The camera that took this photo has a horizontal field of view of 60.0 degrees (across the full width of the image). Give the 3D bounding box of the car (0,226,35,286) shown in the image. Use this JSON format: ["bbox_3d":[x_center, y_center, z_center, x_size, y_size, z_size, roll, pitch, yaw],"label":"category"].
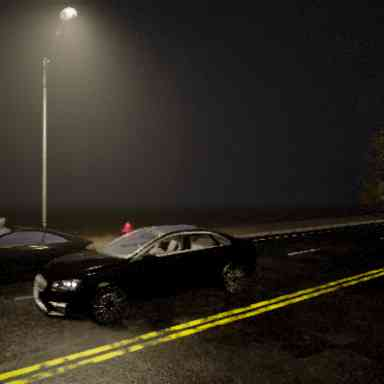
[{"bbox_3d":[-4.567,1.580,8.434,4.181,1.385,1.994,0,0,-36],"label":"car"}]

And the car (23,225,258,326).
[{"bbox_3d":[-0.712,1.510,7.203,4.902,1.511,2.128,0,0,-36],"label":"car"}]
